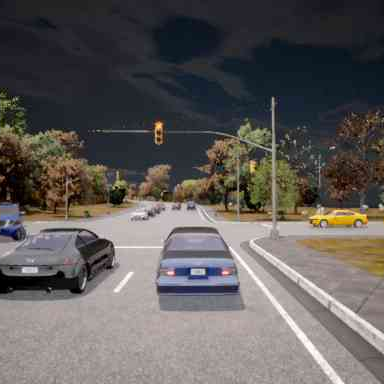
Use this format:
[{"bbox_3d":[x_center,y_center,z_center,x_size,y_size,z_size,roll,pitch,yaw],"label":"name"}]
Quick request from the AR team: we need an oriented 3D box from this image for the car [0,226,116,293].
[{"bbox_3d":[-3.443,1.665,9.081,1.994,1.385,4.181,0,-1,0],"label":"car"}]

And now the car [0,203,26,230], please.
[{"bbox_3d":[-10.770,1.621,18.859,2.150,2.045,5.566,3,-3,-26],"label":"car"}]

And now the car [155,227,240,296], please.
[{"bbox_3d":[0.070,1.647,8.971,2.033,1.411,5.357,0,-1,-1],"label":"car"}]

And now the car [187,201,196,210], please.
[{"bbox_3d":[-0.187,3.311,77.853,2.097,1.767,4.553,0,0,0],"label":"car"}]

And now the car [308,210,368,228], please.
[{"bbox_3d":[12.970,2.368,29.698,5.008,1.535,1.882,0,-3,-2],"label":"car"}]

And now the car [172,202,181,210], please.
[{"bbox_3d":[-3.689,3.486,78.314,1.812,1.442,4.674,0,0,0],"label":"car"}]

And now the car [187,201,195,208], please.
[{"bbox_3d":[-0.307,3.243,88.032,1.882,1.535,5.008,0,0,-4],"label":"car"}]

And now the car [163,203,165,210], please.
[{"bbox_3d":[-7.181,3.328,75.209,2.097,1.767,4.553,0,0,0],"label":"car"}]

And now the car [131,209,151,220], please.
[{"bbox_3d":[-7.217,3.146,46.279,1.812,1.442,4.674,0,-2,0],"label":"car"}]

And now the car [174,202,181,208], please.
[{"bbox_3d":[-3.830,3.428,88.290,1.837,1.490,4.892,0,0,-4],"label":"car"}]

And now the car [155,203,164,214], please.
[{"bbox_3d":[-7.194,3.536,65.045,2.033,1.411,5.357,0,0,0],"label":"car"}]

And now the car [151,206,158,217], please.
[{"bbox_3d":[-7.222,3.470,55.298,1.895,1.301,4.718,0,-1,0],"label":"car"}]
